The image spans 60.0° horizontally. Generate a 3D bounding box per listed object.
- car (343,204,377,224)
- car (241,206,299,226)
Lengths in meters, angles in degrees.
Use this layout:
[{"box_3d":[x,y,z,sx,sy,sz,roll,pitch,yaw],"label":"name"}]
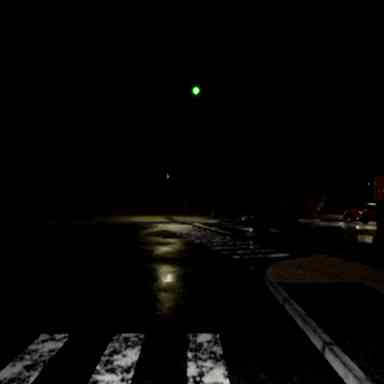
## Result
[{"box_3d":[15.447,1.794,28.839,4.553,1.767,2.097,1,0,-17],"label":"car"},{"box_3d":[6.067,1.802,25.738,4.674,1.442,1.812,1,0,-19],"label":"car"}]
